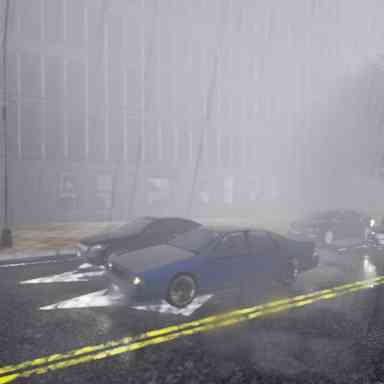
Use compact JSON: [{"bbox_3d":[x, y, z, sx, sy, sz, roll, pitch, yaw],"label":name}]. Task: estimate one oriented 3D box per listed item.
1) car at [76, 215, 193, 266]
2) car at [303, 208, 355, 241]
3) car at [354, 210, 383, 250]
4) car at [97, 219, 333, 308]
[{"bbox_3d":[-1.215,1.475,10.570,4.674,1.442,1.812,1,0,-34],"label":"car"},{"bbox_3d":[6.536,1.529,15.533,4.892,1.490,1.837,1,0,-32],"label":"car"},{"bbox_3d":[8.965,1.550,13.229,4.902,1.511,2.128,0,0,-33],"label":"car"},{"bbox_3d":[0.754,1.528,7.980,5.357,1.411,2.033,1,0,-33],"label":"car"}]
